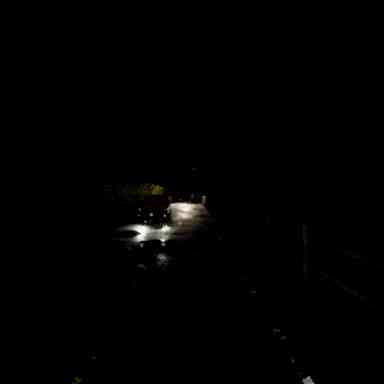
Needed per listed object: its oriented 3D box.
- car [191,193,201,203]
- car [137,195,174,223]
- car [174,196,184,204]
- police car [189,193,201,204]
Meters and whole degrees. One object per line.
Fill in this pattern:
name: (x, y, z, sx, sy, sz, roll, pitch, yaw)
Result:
car: (0.849, 1.360, 76.997, 2.150, 2.045, 5.566, 0, 0, 0)
car: (-2.840, 1.225, 25.981, 2.150, 2.045, 5.566, 0, 0, 0)
car: (-2.732, 1.637, 67.480, 1.837, 1.490, 4.892, 0, 0, 0)
police car: (0.846, 1.525, 67.076, 1.930, 1.638, 5.238, 0, 0, 0)
